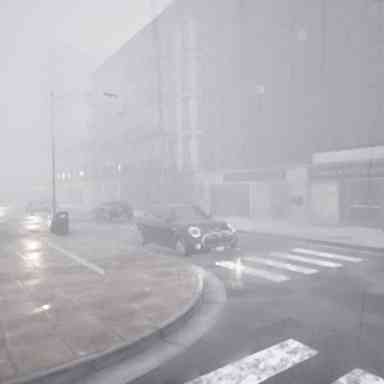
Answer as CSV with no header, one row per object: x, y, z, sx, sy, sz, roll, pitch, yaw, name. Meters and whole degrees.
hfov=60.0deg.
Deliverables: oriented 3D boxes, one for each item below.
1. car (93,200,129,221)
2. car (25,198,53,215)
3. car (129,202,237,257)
-6.290,1.432,26.148,1.837,1.490,4.892,-1,0,-36,car
-16.127,1.618,34.843,1.895,1.301,4.718,-1,0,-35,car
-0.359,1.284,12.795,2.097,1.767,4.553,-1,1,-36,car
